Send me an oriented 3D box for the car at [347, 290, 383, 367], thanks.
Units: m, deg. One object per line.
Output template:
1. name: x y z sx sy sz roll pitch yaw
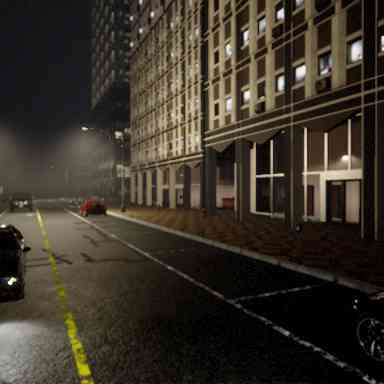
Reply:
1. car: 3.722 1.528 3.278 1.947 1.339 4.313 0 0 -26

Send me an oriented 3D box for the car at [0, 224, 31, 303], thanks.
1. car: -4.989 1.507 8.008 2.033 1.411 5.357 0 0 -26

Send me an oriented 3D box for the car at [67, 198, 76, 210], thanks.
1. car: -13.467 1.331 38.885 2.008 1.369 4.403 0 0 -26

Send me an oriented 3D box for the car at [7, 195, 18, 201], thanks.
1. car: -38.952 1.246 72.287 1.802 1.307 4.206 -1 0 -26

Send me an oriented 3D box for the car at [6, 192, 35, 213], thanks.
1. car: -18.172 1.042 35.538 2.150 2.045 5.566 0 0 -26

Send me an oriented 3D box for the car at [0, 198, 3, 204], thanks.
1. car: -18.558 1.440 30.155 1.802 1.307 4.206 0 0 -26

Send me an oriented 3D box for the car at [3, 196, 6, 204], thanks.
1. car: -30.837 1.289 55.589 2.008 1.369 4.403 -1 0 -26

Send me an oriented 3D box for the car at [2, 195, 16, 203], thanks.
1. car: -33.291 1.266 60.676 2.008 1.369 4.403 -1 0 -26

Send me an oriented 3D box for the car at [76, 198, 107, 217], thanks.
1. car: -8.556 1.375 28.711 1.887 1.381 4.507 0 0 -26
